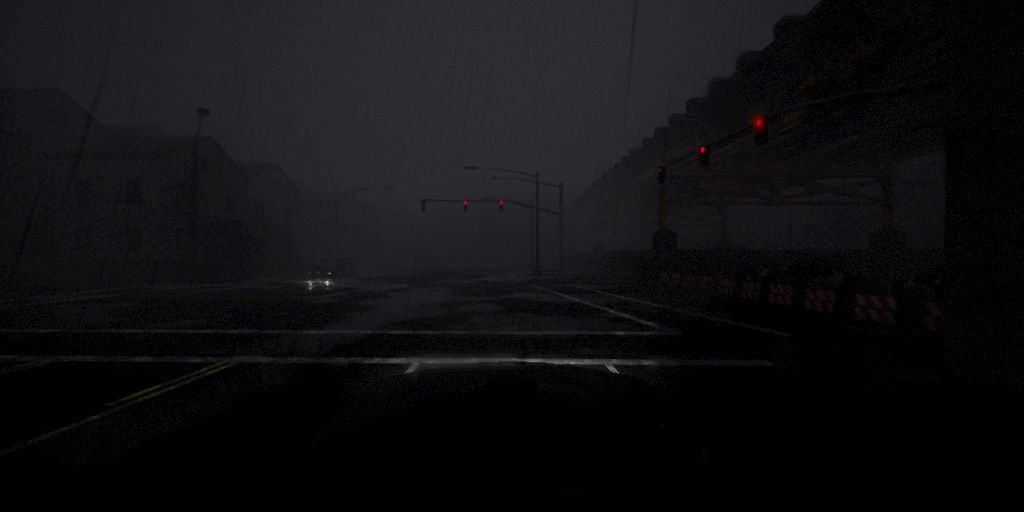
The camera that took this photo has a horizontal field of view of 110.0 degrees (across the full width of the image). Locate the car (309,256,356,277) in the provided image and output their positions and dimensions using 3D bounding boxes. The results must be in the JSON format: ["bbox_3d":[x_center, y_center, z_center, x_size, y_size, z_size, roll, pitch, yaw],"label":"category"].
[{"bbox_3d":[-17.281,1.062,34.864,2.150,2.045,5.566,0,1,1],"label":"car"}]
